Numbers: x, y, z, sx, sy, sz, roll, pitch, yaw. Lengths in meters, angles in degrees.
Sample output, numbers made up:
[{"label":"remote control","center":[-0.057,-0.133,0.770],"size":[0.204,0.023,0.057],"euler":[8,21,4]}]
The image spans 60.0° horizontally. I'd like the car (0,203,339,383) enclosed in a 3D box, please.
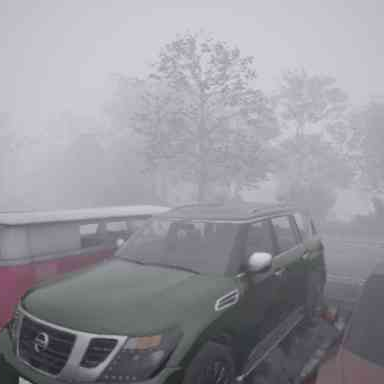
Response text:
[{"label":"car","center":[0.313,1.233,4.890],"size":[2.435,2.045,5.566],"euler":[-1,-1,36]}]
